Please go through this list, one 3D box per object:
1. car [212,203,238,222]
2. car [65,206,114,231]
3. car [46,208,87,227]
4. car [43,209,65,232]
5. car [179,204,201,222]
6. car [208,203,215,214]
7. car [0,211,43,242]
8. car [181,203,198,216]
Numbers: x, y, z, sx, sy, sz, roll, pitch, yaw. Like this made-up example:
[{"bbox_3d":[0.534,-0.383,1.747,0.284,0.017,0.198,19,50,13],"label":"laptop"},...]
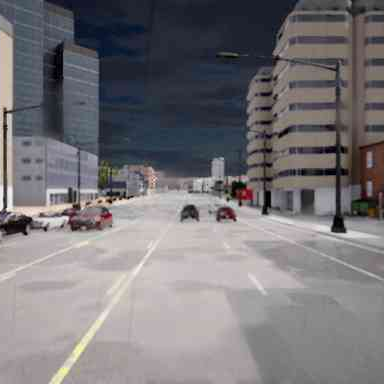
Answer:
[{"bbox_3d":[3.351,2.177,33.539,1.812,1.442,4.674,0,-1,0],"label":"car"},{"bbox_3d":[-7.185,1.840,24.237,2.097,1.767,4.553,0,-1,0],"label":"car"},{"bbox_3d":[-10.780,2.155,28.895,1.994,1.385,4.181,0,-1,0],"label":"car"},{"bbox_3d":[-10.685,2.093,24.198,1.895,1.301,4.718,0,-1,0],"label":"car"},{"bbox_3d":[-0.193,2.156,33.243,1.837,1.490,4.892,0,-1,0],"label":"car"},{"bbox_3d":[3.238,2.249,45.934,1.812,1.442,4.674,0,0,0],"label":"car"},{"bbox_3d":[-10.734,1.861,18.737,2.128,1.511,4.902,0,-1,0],"label":"car"},{"bbox_3d":[-0.318,2.276,43.638,2.033,1.411,5.357,0,0,0],"label":"car"}]
